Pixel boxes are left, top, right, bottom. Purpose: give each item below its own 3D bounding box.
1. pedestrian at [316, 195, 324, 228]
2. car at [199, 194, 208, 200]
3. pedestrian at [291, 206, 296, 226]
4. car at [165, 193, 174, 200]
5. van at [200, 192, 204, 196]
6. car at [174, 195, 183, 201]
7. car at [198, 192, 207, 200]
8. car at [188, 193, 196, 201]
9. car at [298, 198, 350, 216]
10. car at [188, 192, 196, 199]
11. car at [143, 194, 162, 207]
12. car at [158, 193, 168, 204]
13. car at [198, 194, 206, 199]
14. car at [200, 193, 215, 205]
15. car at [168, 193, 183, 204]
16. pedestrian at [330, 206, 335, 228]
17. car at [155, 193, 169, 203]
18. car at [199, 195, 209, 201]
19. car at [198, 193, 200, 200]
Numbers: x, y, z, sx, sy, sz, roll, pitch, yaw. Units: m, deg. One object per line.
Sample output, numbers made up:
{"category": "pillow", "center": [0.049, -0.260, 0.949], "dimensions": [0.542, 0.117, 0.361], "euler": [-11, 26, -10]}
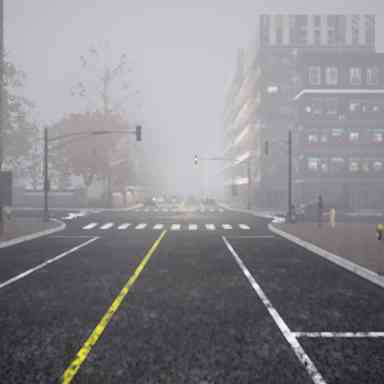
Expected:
{"category": "pedestrian", "center": [7.134, 1.078, 18.649], "dimensions": [0.375, 1.860, 0.375], "euler": [0, 0, 0]}
{"category": "car", "center": [2.689, 1.271, 79.960], "dimensions": [1.887, 1.381, 4.507], "euler": [0, 0, 0]}
{"category": "pedestrian", "center": [6.073, 1.055, 19.850], "dimensions": [0.375, 1.860, 0.375], "euler": [0, 0, 0]}
{"category": "car", "center": [-5.691, 1.153, 85.589], "dimensions": [1.967, 1.590, 4.097], "euler": [0, 0, 0]}
{"category": "van", "center": [2.691, 1.127, 57.439], "dimensions": [1.690, 1.788, 3.998], "euler": [0, 0, 0]}
{"category": "car", "center": [-3.003, 1.336, 73.715], "dimensions": [1.895, 1.301, 4.718], "euler": [0, 0, 0]}
{"category": "car", "center": [2.690, 1.028, 85.590], "dimensions": [2.192, 1.841, 5.009], "euler": [0, 0, 0]}
{"category": "car", "center": [-0.003, 1.277, 74.895], "dimensions": [2.033, 1.411, 5.357], "euler": [0, 0, 0]}
{"category": "car", "center": [13.465, 1.462, 33.858], "dimensions": [5.009, 1.841, 2.192], "euler": [1, -1, -1]}
{"category": "car", "center": [-0.002, 0.946, 85.283], "dimensions": [2.097, 1.767, 4.553], "euler": [0, 0, 0]}
{"category": "car", "center": [-5.689, 1.387, 46.179], "dimensions": [1.947, 1.339, 4.313], "euler": [0, 0, 0]}
{"category": "car", "center": [-5.690, 1.312, 57.270], "dimensions": [1.752, 1.417, 4.829], "euler": [0, 0, 0]}
{"category": "car", "center": [2.688, 1.251, 91.221], "dimensions": [2.008, 1.369, 4.403], "euler": [0, 0, 0]}
{"category": "car", "center": [2.691, 1.348, 51.809], "dimensions": [1.887, 1.381, 4.507], "euler": [0, 0, 0]}
{"category": "car", "center": [-3.047, 1.309, 58.241], "dimensions": [1.812, 1.442, 4.674], "euler": [0, 0, 1]}
{"category": "pedestrian", "center": [8.135, 1.387, 19.250], "dimensions": [0.375, 1.300, 0.375], "euler": [0, 0, 0]}
{"category": "car", "center": [-5.690, 1.085, 63.069], "dimensions": [2.192, 1.841, 5.009], "euler": [0, 0, 0]}
{"category": "car", "center": [2.689, 1.291, 74.330], "dimensions": [2.008, 1.369, 4.403], "euler": [0, 0, 0]}
{"category": "car", "center": [2.690, 1.195, 68.700], "dimensions": [1.967, 1.590, 4.097], "euler": [0, 0, 0]}
